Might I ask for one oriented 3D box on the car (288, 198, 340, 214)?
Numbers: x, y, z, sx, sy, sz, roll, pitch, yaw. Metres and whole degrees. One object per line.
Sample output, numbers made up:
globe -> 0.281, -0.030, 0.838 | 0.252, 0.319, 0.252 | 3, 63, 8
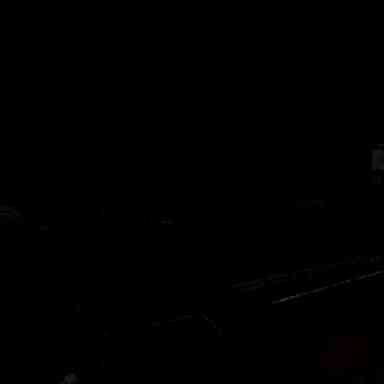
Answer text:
car -> 12.551, 1.441, 35.426 | 2.097, 1.535, 5.008 | 0, 0, -35

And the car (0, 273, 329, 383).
car -> -0.897, 1.600, 3.044 | 4.718, 1.301, 1.895 | 0, 0, -35

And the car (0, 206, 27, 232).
car -> -10.665, 1.491, 18.920 | 2.002, 1.452, 4.674 | 0, 0, -35

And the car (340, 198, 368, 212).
car -> 17.083, 1.458, 38.662 | 2.097, 1.535, 5.008 | 0, 0, -35

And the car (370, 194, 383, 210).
car -> 23.911, 1.385, 43.479 | 2.185, 1.767, 4.553 | 1, 0, -35

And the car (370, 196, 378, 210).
car -> 19.355, 1.513, 40.275 | 2.002, 1.452, 4.674 | 0, 0, -35
